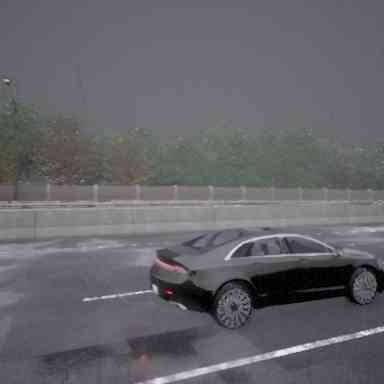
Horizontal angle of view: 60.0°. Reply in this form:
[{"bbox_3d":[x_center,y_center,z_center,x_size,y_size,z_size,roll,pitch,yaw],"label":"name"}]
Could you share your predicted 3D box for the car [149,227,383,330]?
[{"bbox_3d":[1.611,1.456,6.650,4.902,1.511,2.128,0,-1,-23],"label":"car"}]
